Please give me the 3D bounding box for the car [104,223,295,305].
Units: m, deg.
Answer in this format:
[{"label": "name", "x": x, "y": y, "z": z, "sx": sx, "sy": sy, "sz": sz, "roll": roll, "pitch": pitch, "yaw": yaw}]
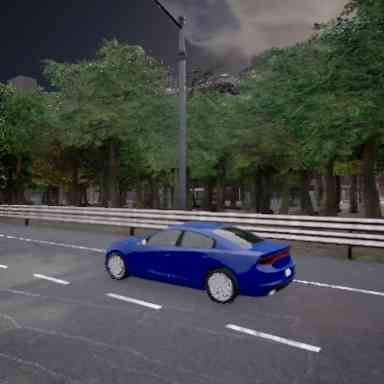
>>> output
[{"label": "car", "x": -0.061, "y": 1.497, "z": 8.212, "sx": 5.008, "sy": 1.535, "sz": 1.882, "roll": 0, "pitch": 0, "yaw": 36}]
